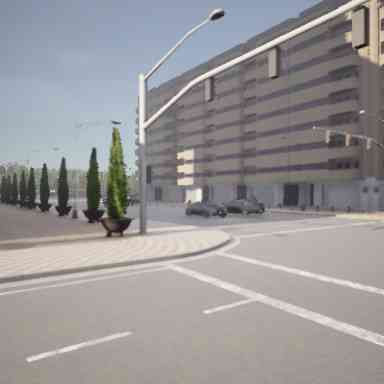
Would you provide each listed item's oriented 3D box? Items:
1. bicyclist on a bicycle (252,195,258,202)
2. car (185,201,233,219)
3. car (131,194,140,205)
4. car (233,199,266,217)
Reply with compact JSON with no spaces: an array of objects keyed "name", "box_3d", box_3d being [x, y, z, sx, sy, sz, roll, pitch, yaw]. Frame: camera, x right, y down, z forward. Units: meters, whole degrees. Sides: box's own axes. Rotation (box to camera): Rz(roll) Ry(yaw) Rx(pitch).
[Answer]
[{"name":"bicyclist on a bicycle","box_3d":[7.382,1.232,39.229,1.656,1.620,0.582,0,0,-35]},{"name":"car","box_3d":[1.196,1.499,28.942,1.994,1.385,4.181,0,0,-35]},{"name":"car","box_3d":[-10.127,1.533,57.417,1.895,1.301,4.718,0,0,-35]},{"name":"car","box_3d":[4.538,1.426,30.638,2.128,1.511,4.902,0,0,-35]}]
